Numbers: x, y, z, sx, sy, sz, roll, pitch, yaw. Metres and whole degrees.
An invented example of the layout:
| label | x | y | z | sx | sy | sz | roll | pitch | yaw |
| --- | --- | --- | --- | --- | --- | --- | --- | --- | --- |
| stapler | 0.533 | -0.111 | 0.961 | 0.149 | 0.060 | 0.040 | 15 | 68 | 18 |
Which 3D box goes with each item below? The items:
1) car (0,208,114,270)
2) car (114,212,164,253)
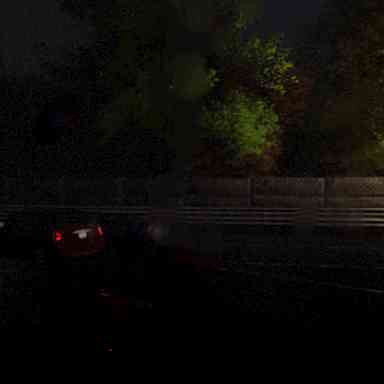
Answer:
| label | x | y | z | sx | sy | sz | roll | pitch | yaw |
| --- | --- | --- | --- | --- | --- | --- | --- | --- | --- |
| car | -5.106 | 1.314 | 11.030 | 4.553 | 1.767 | 2.097 | 0 | 0 | 30 |
| car | -3.242 | 1.517 | 13.226 | 4.181 | 1.385 | 1.994 | 0 | 0 | 13 |
